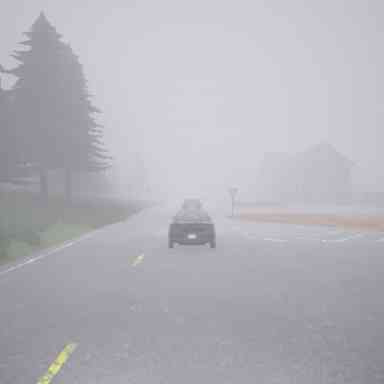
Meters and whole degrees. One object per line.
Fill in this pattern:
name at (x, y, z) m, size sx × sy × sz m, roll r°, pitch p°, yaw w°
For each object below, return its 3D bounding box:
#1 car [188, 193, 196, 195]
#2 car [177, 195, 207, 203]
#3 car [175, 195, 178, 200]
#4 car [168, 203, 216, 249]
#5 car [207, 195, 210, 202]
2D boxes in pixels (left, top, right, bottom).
car at (0.000, 1.534, 81.919) m, size 2.033 × 1.411 × 5.357 m, roll 0°, pitch 0°, yaw 0°
car at (0.000, 1.363, 29.620) m, size 2.097 × 1.767 × 4.553 m, roll 0°, pitch 0°, yaw 0°
car at (-3.500, 1.474, 87.325) m, size 1.812 × 1.442 × 4.674 m, roll 0°, pitch 0°, yaw 0°
car at (0.000, 1.482, 14.650) m, size 1.882 × 1.535 × 5.008 m, roll 0°, pitch 0°, yaw 0°
car at (2.972, 1.452, 73.498) m, size 1.816 × 1.474 × 4.193 m, roll -6°, pitch 0°, yaw -2°
